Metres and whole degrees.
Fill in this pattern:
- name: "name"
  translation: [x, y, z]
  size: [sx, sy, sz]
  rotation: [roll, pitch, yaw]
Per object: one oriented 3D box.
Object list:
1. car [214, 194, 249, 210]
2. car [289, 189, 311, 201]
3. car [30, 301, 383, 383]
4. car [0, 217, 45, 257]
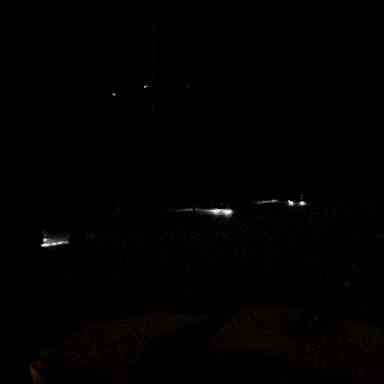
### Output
- name: "car"
  translation: [3.892, 0.920, 32.285]
  size: [1.994, 1.385, 4.181]
  rotation: [1, 1, 36]
- name: "car"
  translation: [15.862, 0.401, 48.757]
  size: [2.097, 1.767, 4.553]
  rotation: [1, 1, 36]
- name: "car"
  translation: [0.625, 1.518, 2.523]
  size: [4.829, 1.417, 1.752]
  rotation: [1, 1, 36]
- name: "car"
  translation: [-6.609, 1.394, 10.367]
  size: [1.994, 1.385, 4.181]
  rotation: [1, 2, 13]
